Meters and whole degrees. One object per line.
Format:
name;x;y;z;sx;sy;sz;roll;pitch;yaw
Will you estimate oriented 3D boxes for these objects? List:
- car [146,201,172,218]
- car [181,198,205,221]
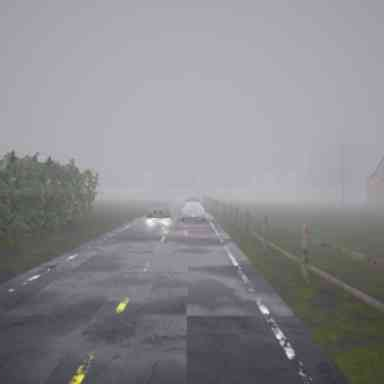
car;-2.856;1.540;29.593;1.994;1.385;4.181;0;0;0
car;0.089;1.506;26.621;1.812;1.442;4.674;0;0;0
